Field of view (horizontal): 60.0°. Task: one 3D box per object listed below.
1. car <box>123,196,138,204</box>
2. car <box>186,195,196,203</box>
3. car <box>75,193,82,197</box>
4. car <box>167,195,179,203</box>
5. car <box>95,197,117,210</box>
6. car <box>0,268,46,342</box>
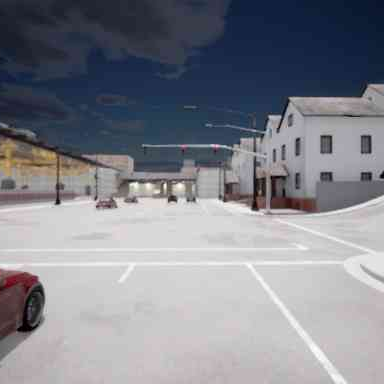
[{"bbox_3d":[-10.702,1.356,58.530,1.812,1.442,4.674,0,0,0],"label":"car"},{"bbox_3d":[-0.173,1.307,63.138,2.128,1.511,4.902,0,0,0],"label":"car"},{"bbox_3d":[-31.923,1.194,88.772,2.038,1.542,4.974,0,0,-37],"label":"car"},{"bbox_3d":[-3.672,1.322,63.128,1.837,1.490,4.892,0,0,0],"label":"car"},{"bbox_3d":[-10.700,1.404,41.855,1.812,1.442,4.674,0,0,0],"label":"car"},{"bbox_3d":[-3.428,1.514,3.835,1.812,1.442,4.674,0,0,0],"label":"car"}]
